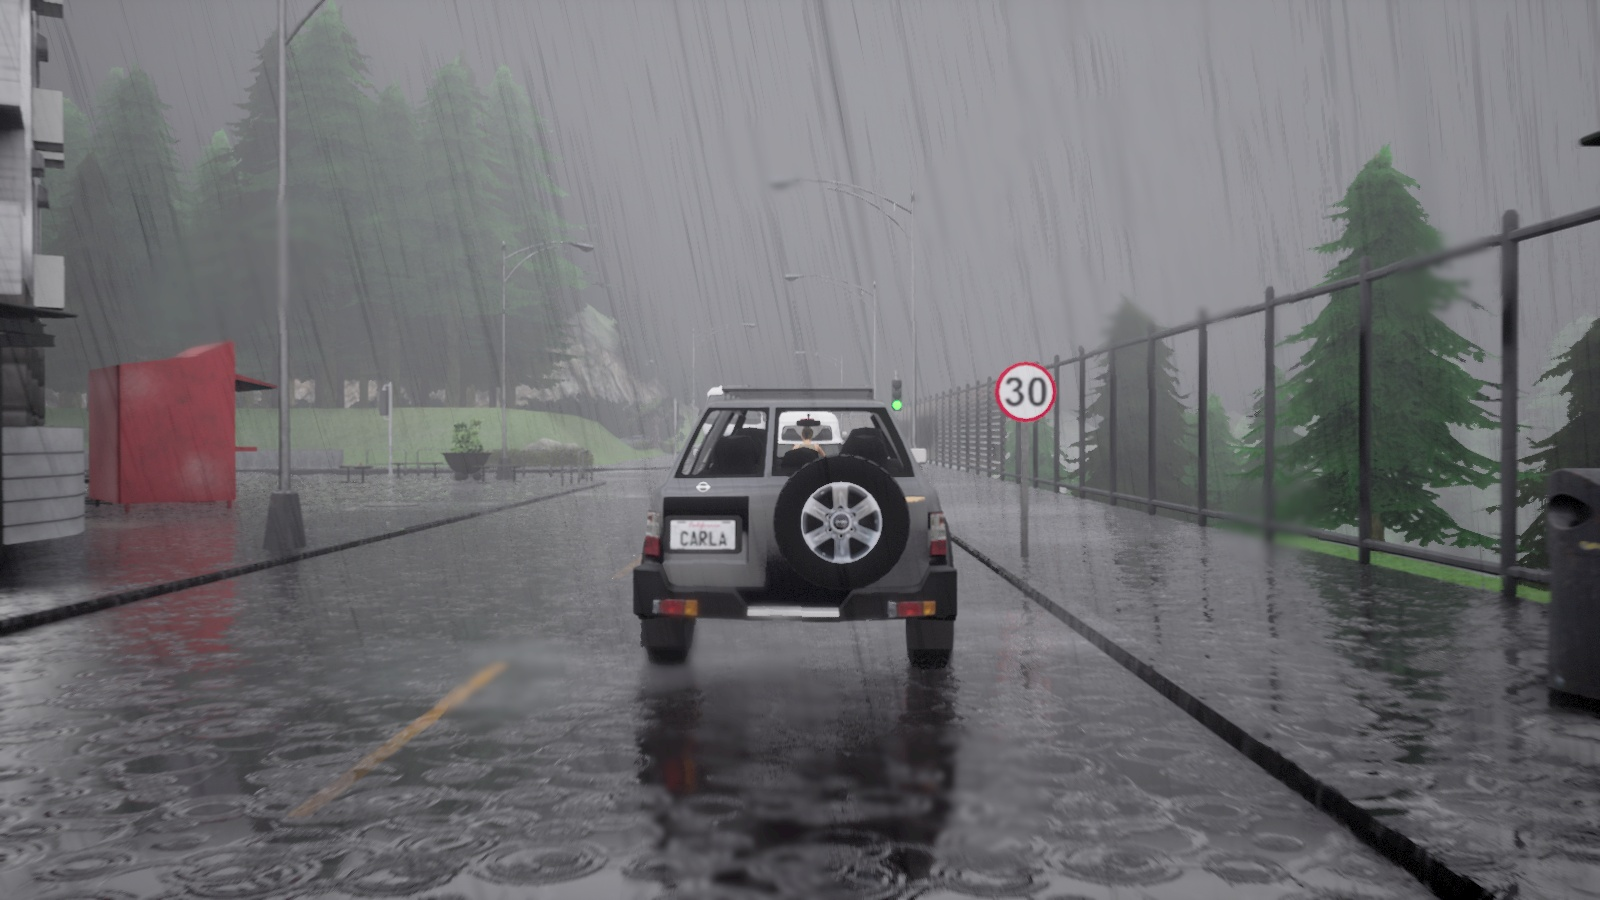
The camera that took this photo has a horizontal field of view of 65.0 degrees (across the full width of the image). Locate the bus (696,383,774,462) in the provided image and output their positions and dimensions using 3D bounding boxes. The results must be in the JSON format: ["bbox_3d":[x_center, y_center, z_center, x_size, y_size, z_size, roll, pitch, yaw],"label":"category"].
[{"bbox_3d":[-3.599,-1.530,72.497,3.944,4.253,10.273,0,1,0],"label":"bus"}]

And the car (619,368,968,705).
[{"bbox_3d":[0.051,0.447,9.254,1.932,1.855,4.605,0,1,2],"label":"car"}]
